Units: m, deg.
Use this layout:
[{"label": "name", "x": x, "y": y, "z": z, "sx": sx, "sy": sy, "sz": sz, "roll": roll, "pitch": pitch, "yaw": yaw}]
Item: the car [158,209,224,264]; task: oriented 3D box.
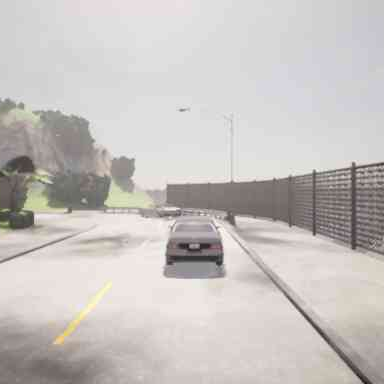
[{"label": "car", "x": 0.079, "y": 1.562, "z": 11.776, "sx": 2.033, "sy": 1.411, "sz": 5.357, "roll": 0, "pitch": 0, "yaw": 0}]

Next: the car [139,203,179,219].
[{"label": "car", "x": -2.945, "y": 1.638, "z": 29.567, "sx": 1.895, "sy": 1.301, "sz": 4.718, "roll": 0, "pitch": 0, "yaw": -36}]
